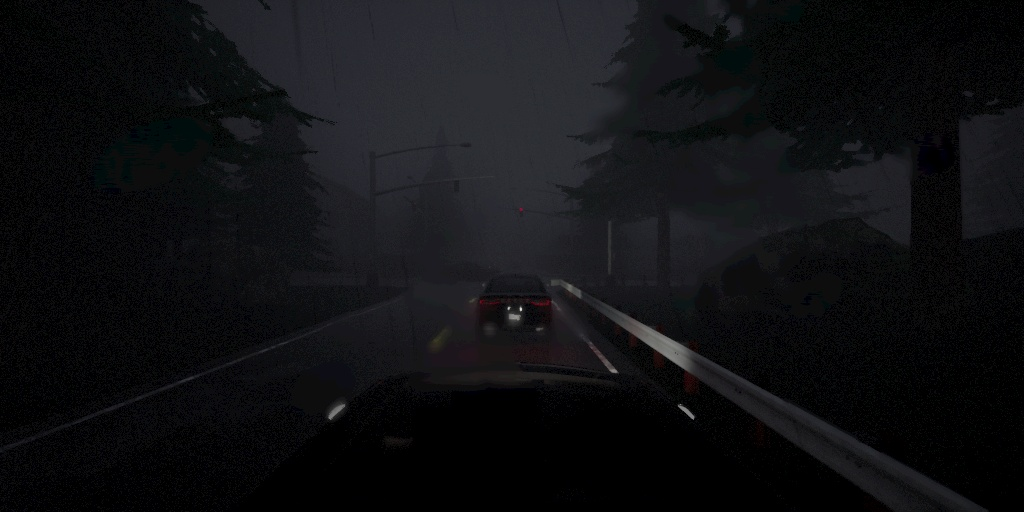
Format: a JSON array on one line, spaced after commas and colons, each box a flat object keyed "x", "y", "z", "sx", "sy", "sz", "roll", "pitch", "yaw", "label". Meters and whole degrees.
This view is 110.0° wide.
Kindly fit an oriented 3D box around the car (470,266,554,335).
[{"x": 0.103, "y": 1.228, "z": 10.494, "sx": 1.882, "sy": 1.535, "sz": 5.008, "roll": 0, "pitch": 0, "yaw": 1, "label": "car"}]

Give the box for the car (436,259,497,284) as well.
[{"x": -2.999, "y": 1.218, "z": 26.123, "sx": 5.008, "sy": 1.535, "sz": 1.882, "roll": 0, "pitch": 0, "yaw": 1, "label": "car"}]

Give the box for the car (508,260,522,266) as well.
[{"x": 0.374, "y": 1.314, "z": 51.710, "sx": 1.994, "sy": 1.385, "sz": 4.181, "roll": 0, "pitch": 0, "yaw": 0, "label": "car"}]

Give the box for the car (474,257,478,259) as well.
[{"x": -3.352, "y": 1.228, "z": 45.124, "sx": 1.882, "sy": 1.535, "sz": 5.008, "roll": 0, "pitch": 0, "yaw": 0, "label": "car"}]

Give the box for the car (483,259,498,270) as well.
[{"x": -3.294, "y": 1.228, "z": 55.446, "sx": 1.882, "sy": 1.535, "sz": 5.008, "roll": 0, "pitch": 0, "yaw": 1, "label": "car"}]

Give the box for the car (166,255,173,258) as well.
[{"x": -23.018, "y": 0.956, "z": 26.386, "sx": 5.566, "sy": 2.045, "sz": 2.150, "roll": 0, "pitch": 0, "yaw": 1, "label": "car"}]

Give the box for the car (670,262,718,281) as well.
[{"x": 15.235, "y": 1.226, "z": 29.610, "sx": 4.902, "sy": 1.511, "sz": 2.128, "roll": 0, "pitch": 0, "yaw": 0, "label": "car"}]
